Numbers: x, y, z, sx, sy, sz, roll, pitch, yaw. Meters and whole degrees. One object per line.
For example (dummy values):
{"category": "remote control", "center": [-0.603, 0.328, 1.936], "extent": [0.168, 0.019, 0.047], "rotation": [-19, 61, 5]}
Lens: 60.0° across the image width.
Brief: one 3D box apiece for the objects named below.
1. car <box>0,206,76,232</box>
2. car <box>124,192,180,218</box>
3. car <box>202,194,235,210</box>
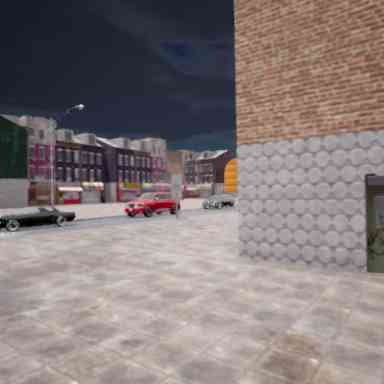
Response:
{"category": "car", "center": [-9.438, 1.514, 19.685], "extent": [1.895, 1.301, 4.718], "rotation": [-2, 0, 35]}
{"category": "car", "center": [-3.256, 1.018, 28.475], "extent": [2.150, 2.045, 5.566], "rotation": [-2, 0, 35]}
{"category": "car", "center": [2.983, 1.029, 37.307], "extent": [2.097, 1.767, 4.553], "rotation": [-2, 0, 36]}
